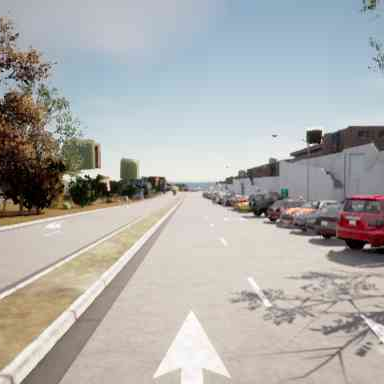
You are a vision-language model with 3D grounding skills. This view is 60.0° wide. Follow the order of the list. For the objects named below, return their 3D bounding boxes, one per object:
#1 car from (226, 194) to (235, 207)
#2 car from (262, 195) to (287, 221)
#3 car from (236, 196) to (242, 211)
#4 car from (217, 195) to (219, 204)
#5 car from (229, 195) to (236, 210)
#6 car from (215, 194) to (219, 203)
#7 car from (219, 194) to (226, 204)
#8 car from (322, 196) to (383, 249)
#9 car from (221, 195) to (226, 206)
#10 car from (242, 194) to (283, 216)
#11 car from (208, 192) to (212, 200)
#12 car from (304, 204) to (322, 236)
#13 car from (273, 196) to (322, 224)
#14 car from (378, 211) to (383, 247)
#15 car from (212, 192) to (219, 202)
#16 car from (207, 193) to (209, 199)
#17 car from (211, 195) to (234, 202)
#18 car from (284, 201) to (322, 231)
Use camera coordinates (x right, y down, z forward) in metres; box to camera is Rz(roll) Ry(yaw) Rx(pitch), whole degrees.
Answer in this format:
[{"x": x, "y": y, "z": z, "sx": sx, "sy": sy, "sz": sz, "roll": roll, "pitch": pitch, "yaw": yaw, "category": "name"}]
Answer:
[{"x": 7.683, "y": 1.303, "z": 42.353, "sx": 5.566, "sy": 2.045, "sz": 2.435, "roll": 1, "pitch": 0, "yaw": -21, "category": "car"}, {"x": 7.850, "y": 1.332, "z": 24.357, "sx": 4.553, "sy": 1.767, "sz": 2.185, "roll": 1, "pitch": -1, "yaw": -21, "category": "car"}, {"x": 7.934, "y": 1.512, "z": 36.435, "sx": 5.366, "sy": 1.575, "sz": 1.946, "roll": 1, "pitch": -1, "yaw": -21, "category": "car"}, {"x": 7.530, "y": 1.732, "z": 60.370, "sx": 4.674, "sy": 1.452, "sz": 2.002, "roll": 1, "pitch": 0, "yaw": -21, "category": "car"}, {"x": 7.559, "y": 1.525, "z": 39.298, "sx": 5.366, "sy": 1.575, "sz": 1.946, "roll": 1, "pitch": 0, "yaw": -21, "category": "car"}, {"x": 7.523, "y": 1.730, "z": 63.395, "sx": 4.792, "sy": 1.488, "sz": 2.163, "roll": 1, "pitch": 0, "yaw": -21, "category": "car"}, {"x": 7.589, "y": 1.547, "z": 57.383, "sx": 4.553, "sy": 1.767, "sz": 2.185, "roll": 1, "pitch": 0, "yaw": -21, "category": "car"}, {"x": 8.024, "y": 1.189, "z": 12.374, "sx": 5.566, "sy": 2.045, "sz": 2.435, "roll": 1, "pitch": 0, "yaw": -21, "category": "car"}, {"x": 7.608, "y": 1.628, "z": 51.371, "sx": 5.008, "sy": 1.535, "sz": 2.097, "roll": 1, "pitch": -1, "yaw": -21, "category": "car"}, {"x": 7.848, "y": 1.229, "z": 30.384, "sx": 5.566, "sy": 2.045, "sz": 2.435, "roll": 1, "pitch": -1, "yaw": -21, "category": "car"}, {"x": 7.358, "y": 1.449, "z": 75.374, "sx": 5.566, "sy": 2.045, "sz": 2.435, "roll": 1, "pitch": 1, "yaw": -21, "category": "car"}, {"x": 7.992, "y": 1.472, "z": 15.377, "sx": 4.792, "sy": 1.488, "sz": 2.163, "roll": 1, "pitch": 0, "yaw": -21, "category": "car"}, {"x": 7.942, "y": 1.326, "z": 21.372, "sx": 4.553, "sy": 1.767, "sz": 2.185, "roll": 1, "pitch": 0, "yaw": -21, "category": "car"}, {"x": 8.195, "y": 1.438, "z": 9.426, "sx": 5.366, "sy": 1.575, "sz": 1.946, "roll": 1, "pitch": 0, "yaw": -21, "category": "car"}, {"x": 7.497, "y": 1.457, "z": 66.395, "sx": 5.566, "sy": 2.045, "sz": 2.435, "roll": 1, "pitch": 0, "yaw": -21, "category": "car"}, {"x": 7.237, "y": 1.655, "z": 87.391, "sx": 4.792, "sy": 1.488, "sz": 2.163, "roll": 1, "pitch": 1, "yaw": -21, "category": "car"}, {"x": 7.493, "y": 1.667, "z": 81.470, "sx": 5.366, "sy": 1.575, "sz": 1.946, "roll": 1, "pitch": 0, "yaw": -21, "category": "car"}, {"x": 7.945, "y": 1.448, "z": 18.361, "sx": 4.892, "sy": 1.521, "sz": 2.231, "roll": 1, "pitch": 0, "yaw": -21, "category": "car"}]
